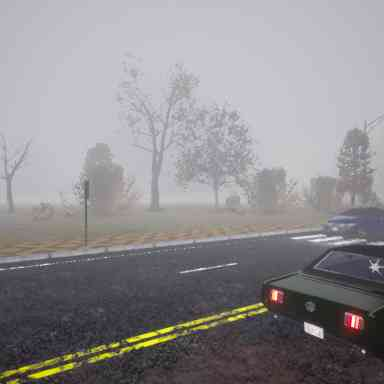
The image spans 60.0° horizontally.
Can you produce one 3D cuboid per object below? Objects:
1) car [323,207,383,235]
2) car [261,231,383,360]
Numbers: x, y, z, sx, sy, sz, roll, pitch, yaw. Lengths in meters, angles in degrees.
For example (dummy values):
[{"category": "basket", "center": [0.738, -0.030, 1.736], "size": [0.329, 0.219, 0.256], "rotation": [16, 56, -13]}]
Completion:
[{"category": "car", "center": [8.887, 1.521, 17.362], "size": [4.674, 1.442, 1.812], "rotation": [0, 0, -33]}, {"category": "car", "center": [3.494, 1.600, 5.795], "size": [4.718, 1.301, 1.895], "rotation": [0, 0, -35]}]
